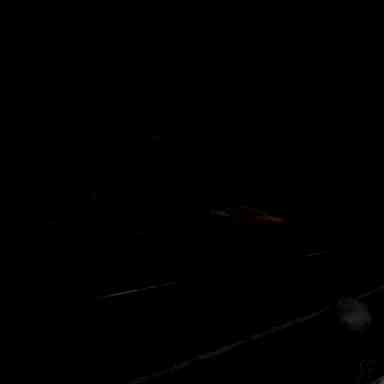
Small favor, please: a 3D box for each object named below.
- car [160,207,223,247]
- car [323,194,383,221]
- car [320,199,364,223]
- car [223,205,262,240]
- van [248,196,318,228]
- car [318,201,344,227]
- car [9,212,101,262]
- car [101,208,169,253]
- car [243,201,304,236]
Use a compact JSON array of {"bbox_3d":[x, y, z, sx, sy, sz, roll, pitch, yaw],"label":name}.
[{"bbox_3d":[-1.091,1.534,15.656,2.163,1.488,4.792,0,0,-38],"label":"car"},{"bbox_3d":[11.385,1.206,26.061,2.435,2.045,5.566,0,0,-41],"label":"car"},{"bbox_3d":[9.371,1.499,24.224,2.163,1.488,4.792,0,0,-40],"label":"car"},{"bbox_3d":[1.037,1.541,17.368,2.002,1.452,4.674,0,0,-38],"label":"car"},{"bbox_3d":[5.205,1.264,20.897,1.878,1.987,4.442,0,0,-39],"label":"van"},{"bbox_3d":[7.364,1.520,22.546,2.002,1.452,4.674,0,0,-40],"label":"car"},{"bbox_3d":[-5.449,1.505,12.365,2.231,1.521,4.892,0,0,-36],"label":"car"},{"bbox_3d":[-3.288,1.535,14.037,2.163,1.488,4.792,0,0,-37],"label":"car"},{"bbox_3d":[3.283,1.492,18.930,1.946,1.575,5.366,0,0,-39],"label":"car"}]
